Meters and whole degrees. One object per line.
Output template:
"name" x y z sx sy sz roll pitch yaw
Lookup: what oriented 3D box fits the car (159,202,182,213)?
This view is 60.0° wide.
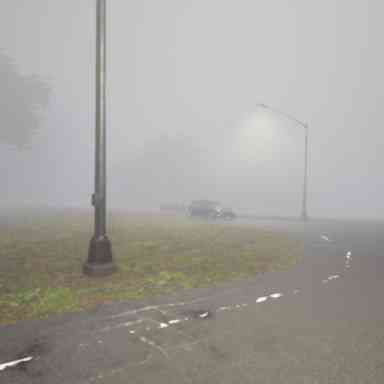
"car" -2.720 2.118 45.322 2.128 1.511 4.902 4 -3 -35

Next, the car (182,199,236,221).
"car" 1.528 1.387 27.079 2.097 1.767 4.553 4 -3 -35

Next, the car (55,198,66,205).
"car" -30.886 2.224 78.242 2.097 1.767 4.553 4 -3 -28
